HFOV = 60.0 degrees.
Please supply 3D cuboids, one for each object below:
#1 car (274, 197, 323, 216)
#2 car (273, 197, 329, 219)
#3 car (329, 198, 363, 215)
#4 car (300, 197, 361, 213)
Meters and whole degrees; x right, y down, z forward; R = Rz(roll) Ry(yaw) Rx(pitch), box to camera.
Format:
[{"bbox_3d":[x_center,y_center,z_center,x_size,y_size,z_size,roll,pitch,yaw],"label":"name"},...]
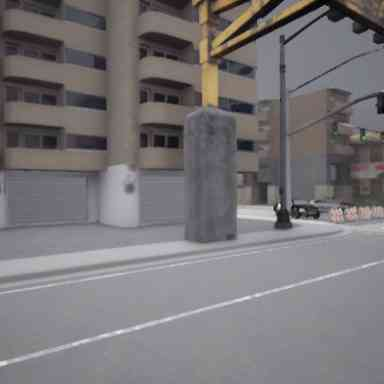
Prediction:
[{"bbox_3d":[8.317,1.090,26.463,1.853,1.218,4.536,0,0,-10],"label":"car"},{"bbox_3d":[8.328,1.247,26.413,2.038,1.542,4.974,0,0,-10],"label":"car"},{"bbox_3d":[11.910,1.209,28.550,4.974,1.542,2.038,0,0,35],"label":"car"},{"bbox_3d":[11.866,1.051,28.578,4.536,1.218,1.853,0,0,35],"label":"car"}]
